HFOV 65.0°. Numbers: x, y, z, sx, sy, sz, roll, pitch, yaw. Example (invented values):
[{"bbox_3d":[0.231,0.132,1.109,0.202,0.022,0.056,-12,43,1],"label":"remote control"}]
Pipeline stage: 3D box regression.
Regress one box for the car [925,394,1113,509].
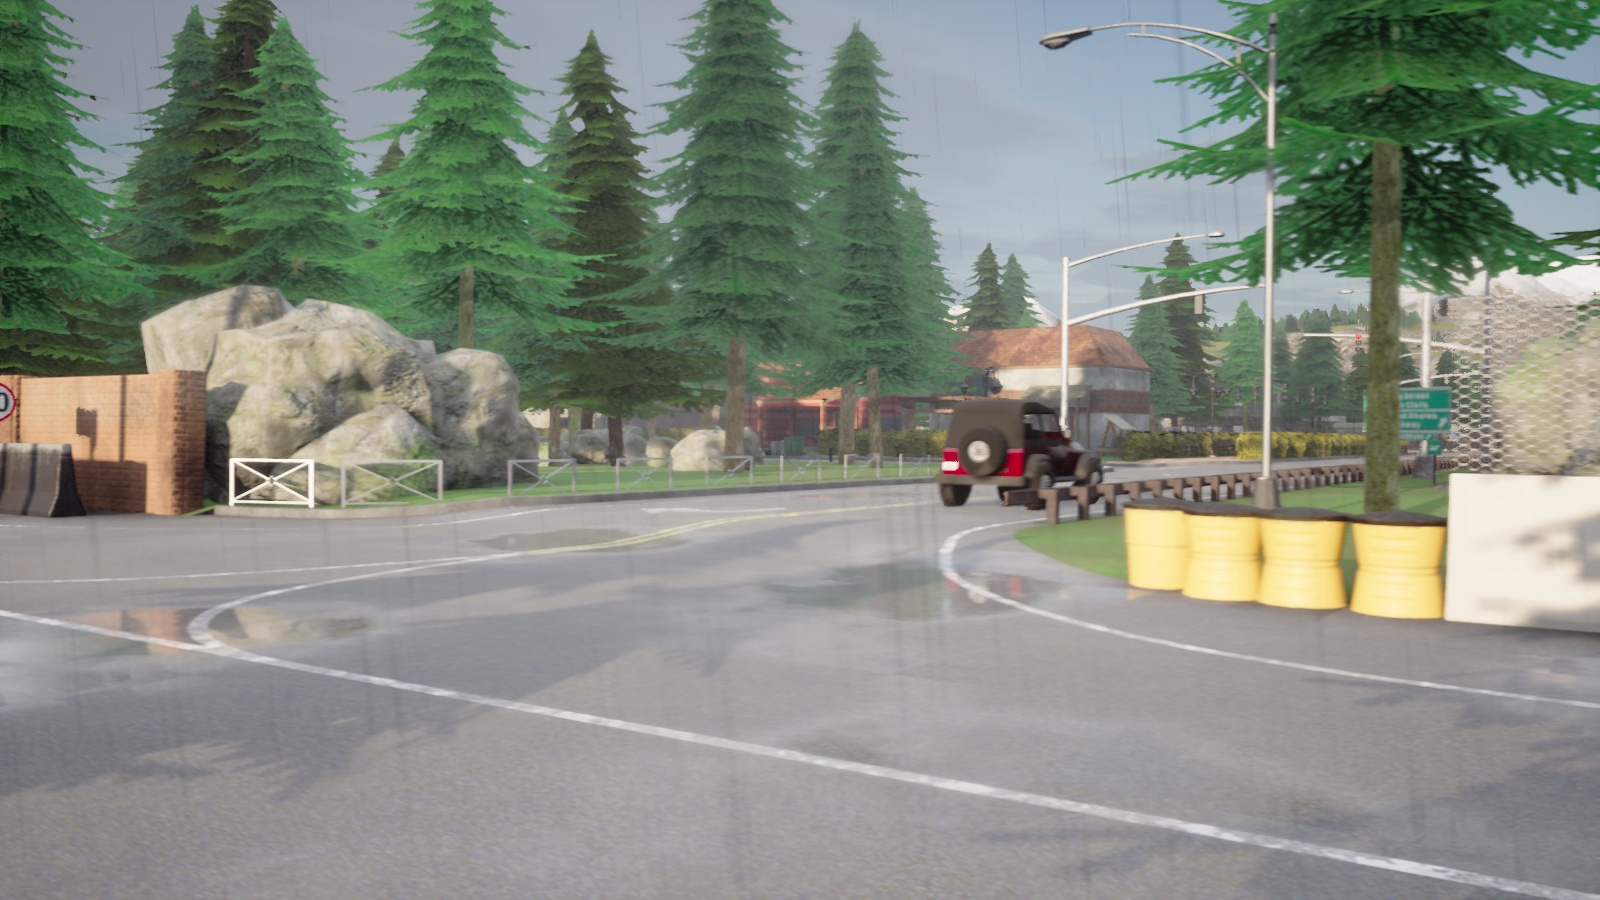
[{"bbox_3d":[4.029,-0.014,22.647,1.905,1.878,3.866,0,1,34],"label":"car"}]
